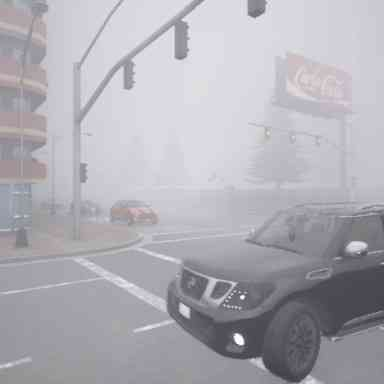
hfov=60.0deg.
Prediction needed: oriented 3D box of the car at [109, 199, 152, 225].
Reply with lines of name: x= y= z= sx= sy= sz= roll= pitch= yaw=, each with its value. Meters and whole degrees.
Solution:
car: x=-4.234 y=1.344 z=23.949 sx=2.097 sy=1.767 sz=4.553 roll=0 pitch=0 yaw=-36

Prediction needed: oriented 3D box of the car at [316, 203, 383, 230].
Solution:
car: x=10.681 y=1.509 z=21.595 sx=1.812 sy=1.442 sz=4.674 roll=0 pitch=0 yaw=-36

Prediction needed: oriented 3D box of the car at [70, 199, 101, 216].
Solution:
car: x=-10.429 y=1.484 z=32.510 sx=2.128 sy=1.511 sz=4.902 roll=0 pitch=0 yaw=-36

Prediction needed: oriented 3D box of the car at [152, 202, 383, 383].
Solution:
car: x=2.379 y=1.217 z=5.643 sx=5.566 sy=2.045 sz=2.150 roll=0 pitch=-1 yaw=-26

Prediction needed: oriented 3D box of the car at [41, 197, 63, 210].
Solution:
car: x=-18.208 y=1.470 z=43.291 sx=1.882 sy=1.535 sz=5.008 roll=0 pitch=0 yaw=-36
